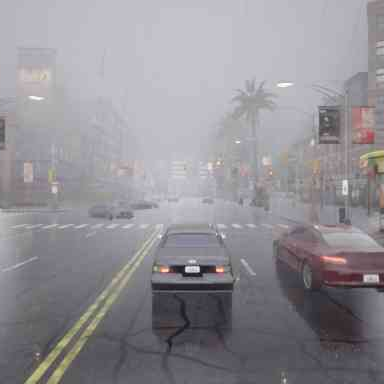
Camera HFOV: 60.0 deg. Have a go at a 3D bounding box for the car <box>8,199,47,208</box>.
[{"bbox_3d":[-22.856,1.600,46.194,4.718,1.301,1.895,0,0,-2],"label":"car"}]

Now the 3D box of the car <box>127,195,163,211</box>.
[{"bbox_3d":[-6.284,1.491,39.094,4.902,1.511,2.128,0,0,-42],"label":"car"}]

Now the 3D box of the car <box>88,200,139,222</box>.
[{"bbox_3d":[-6.535,1.563,26.692,4.181,1.385,1.994,0,0,43],"label":"car"}]

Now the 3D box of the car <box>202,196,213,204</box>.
[{"bbox_3d":[3.011,1.524,65.398,1.812,1.442,4.674,0,0,-1],"label":"car"}]

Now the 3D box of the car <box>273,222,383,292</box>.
[{"bbox_3d":[3.498,1.526,8.805,1.812,1.442,4.674,0,0,0],"label":"car"}]

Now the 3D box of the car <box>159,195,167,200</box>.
[{"bbox_3d":[-7.824,1.593,90.598,1.895,1.301,4.718,0,0,-1],"label":"car"}]

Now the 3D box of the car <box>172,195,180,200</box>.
[{"bbox_3d":[-4.326,1.498,90.963,1.837,1.490,4.892,0,0,-1],"label":"car"}]

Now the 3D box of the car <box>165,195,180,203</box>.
[{"bbox_3d":[-4.148,1.477,71.718,1.882,1.535,5.008,0,0,-1],"label":"car"}]

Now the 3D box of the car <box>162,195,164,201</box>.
[{"bbox_3d":[-7.643,1.523,71.178,1.812,1.442,4.674,0,0,-1],"label":"car"}]

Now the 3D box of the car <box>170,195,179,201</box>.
[{"bbox_3d":[-4.232,1.523,80.913,1.812,1.442,4.674,0,0,-1],"label":"car"}]

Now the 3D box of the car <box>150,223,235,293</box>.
[{"bbox_3d":[-0.001,1.547,8.961,2.033,1.411,5.357,0,0,0],"label":"car"}]
